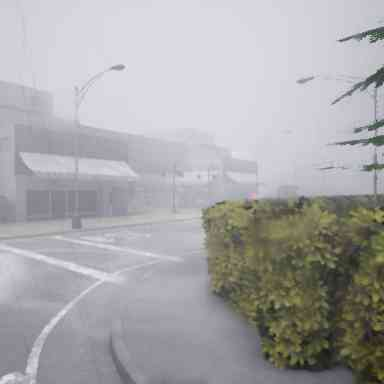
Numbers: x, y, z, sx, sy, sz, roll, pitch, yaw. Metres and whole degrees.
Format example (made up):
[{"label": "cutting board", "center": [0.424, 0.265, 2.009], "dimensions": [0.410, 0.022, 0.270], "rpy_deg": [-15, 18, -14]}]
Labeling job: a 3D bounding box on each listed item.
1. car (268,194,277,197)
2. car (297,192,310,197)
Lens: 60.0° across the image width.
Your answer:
[{"label": "car", "center": [18.144, 1.227, 74.896], "dimensions": [1.970, 1.475, 3.806], "rpy_deg": [0, 0, 37]}, {"label": "car", "center": [25.331, 1.298, 78.282], "dimensions": [2.007, 1.523, 4.514], "rpy_deg": [0, 0, 37]}]
